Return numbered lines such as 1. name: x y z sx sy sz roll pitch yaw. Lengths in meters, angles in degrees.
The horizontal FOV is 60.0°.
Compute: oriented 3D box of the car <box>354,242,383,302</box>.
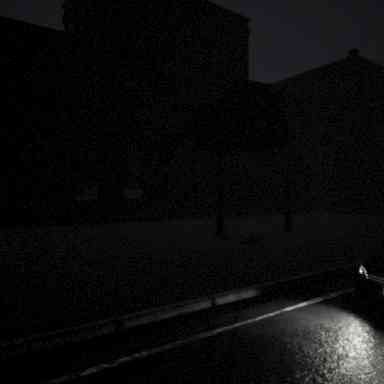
1. car: 5.454 1.549 7.268 4.674 1.442 1.812 0 0 -35
